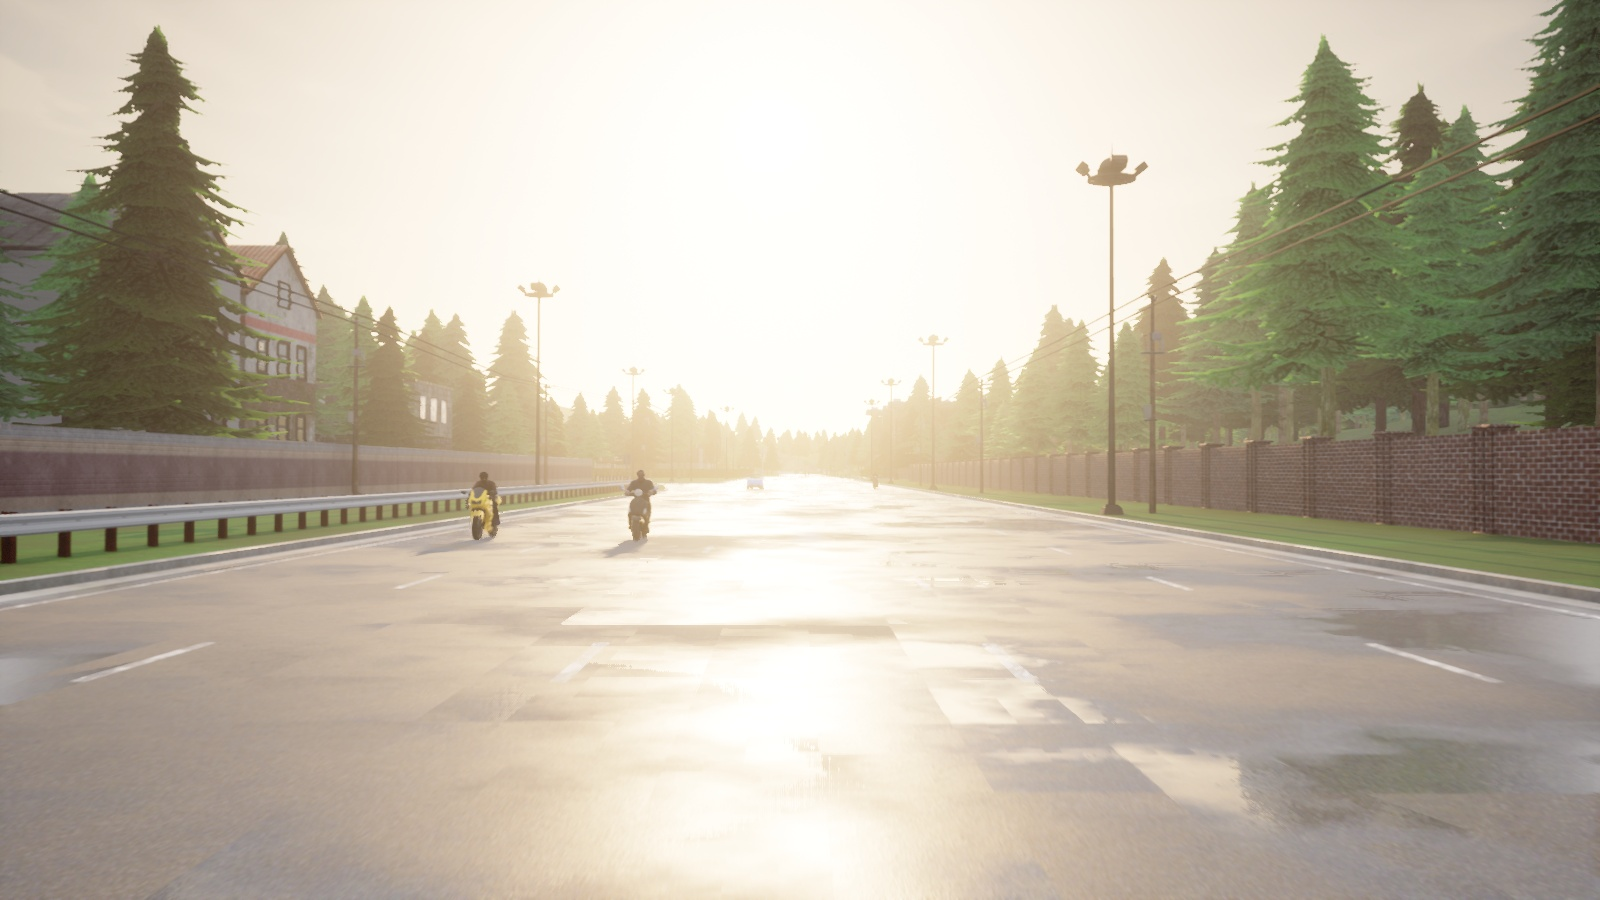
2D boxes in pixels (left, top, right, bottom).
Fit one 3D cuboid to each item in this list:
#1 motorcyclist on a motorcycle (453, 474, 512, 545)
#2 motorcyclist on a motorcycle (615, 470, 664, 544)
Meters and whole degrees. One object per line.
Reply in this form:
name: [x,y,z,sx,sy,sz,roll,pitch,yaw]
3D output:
motorcyclist on a motorcycle: [-7.068,1.295,28.069,0.797,1.523,2.044,0,-1,0]
motorcyclist on a motorcycle: [-3.567,1.251,28.025,0.866,1.590,1.817,0,-1,0]
